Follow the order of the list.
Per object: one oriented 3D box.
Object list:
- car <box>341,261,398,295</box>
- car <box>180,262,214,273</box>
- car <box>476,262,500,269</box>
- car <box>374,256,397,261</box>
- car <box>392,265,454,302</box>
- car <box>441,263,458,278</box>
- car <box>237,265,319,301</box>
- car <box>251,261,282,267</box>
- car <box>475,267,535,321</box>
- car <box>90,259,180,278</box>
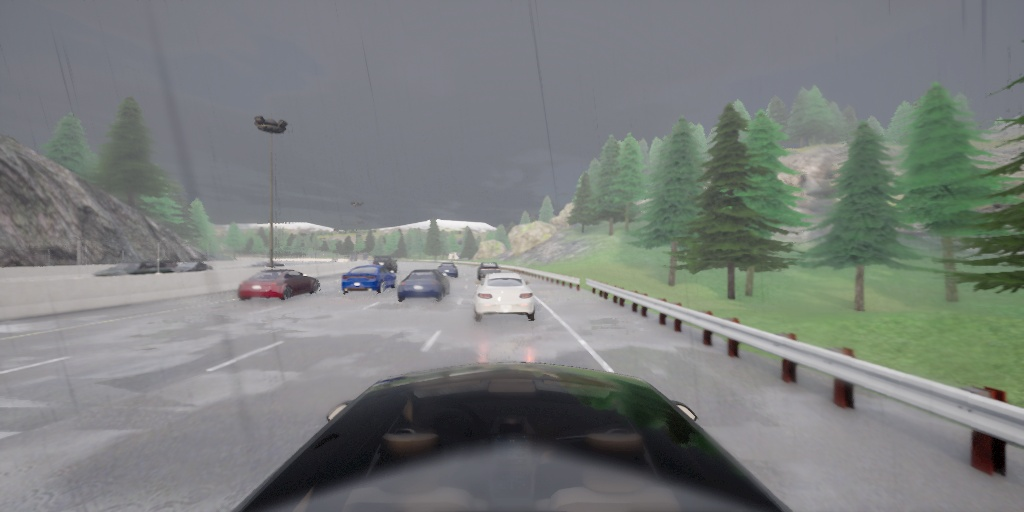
[{"bbox_3d":[-7.884,1.243,20.206,1.882,1.535,5.008,0,0,-5],"label":"car"},{"bbox_3d":[-31.342,1.336,35.161,1.812,1.442,4.674,0,0,-11],"label":"car"},{"bbox_3d":[-1.976,1.245,29.962,2.128,1.511,4.902,0,0,-8],"label":"car"},{"bbox_3d":[-14.421,0.999,40.837,2.150,2.045,5.566,0,0,-11],"label":"car"},{"bbox_3d":[-4.126,1.322,17.263,1.994,1.385,4.181,0,0,-4],"label":"car"},{"bbox_3d":[-6.210,1.326,34.557,1.994,1.385,4.181,0,0,-9],"label":"car"},{"bbox_3d":[-11.168,1.335,17.484,1.994,1.385,4.181,0,0,-5],"label":"car"},{"bbox_3d":[-24.301,1.290,35.466,2.128,1.511,4.902,0,0,-10],"label":"car"},{"bbox_3d":[-0.291,1.276,12.341,1.812,1.442,4.674,0,0,-3],"label":"car"},{"bbox_3d":[-26.206,1.153,24.888,2.097,1.767,4.553,0,0,-7],"label":"car"}]
